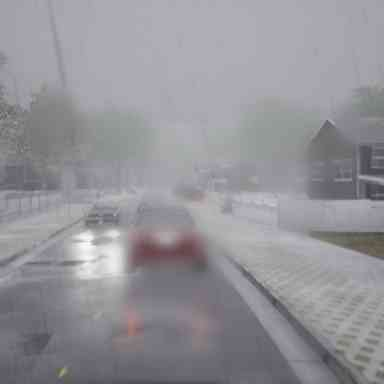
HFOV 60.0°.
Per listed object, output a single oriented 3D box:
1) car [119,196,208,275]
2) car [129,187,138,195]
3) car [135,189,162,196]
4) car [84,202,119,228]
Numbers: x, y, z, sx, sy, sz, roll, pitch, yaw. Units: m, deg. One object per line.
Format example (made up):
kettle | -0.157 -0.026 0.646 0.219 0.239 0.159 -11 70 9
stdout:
car | -0.859 1.169 10.148 2.097 1.767 4.553 0 1 -7
car | -14.846 0.039 83.785 1.837 1.490 4.892 0 1 -9
car | -2.881 0.917 24.416 2.097 1.767 4.553 0 1 -8
car | -5.113 1.258 19.677 1.895 1.301 4.718 0 1 -9
